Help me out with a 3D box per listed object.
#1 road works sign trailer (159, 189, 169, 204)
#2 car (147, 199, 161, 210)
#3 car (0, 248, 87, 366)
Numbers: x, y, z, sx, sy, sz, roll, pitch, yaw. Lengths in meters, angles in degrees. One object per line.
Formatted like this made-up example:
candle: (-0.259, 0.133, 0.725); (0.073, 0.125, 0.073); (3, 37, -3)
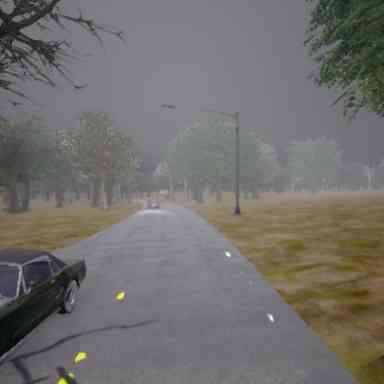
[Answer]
road works sign trailer: (-6.989, 1.160, 82.900); (2.380, 3.560, 2.880); (0, -1, -10)
car: (-5.557, 1.795, 48.759); (2.128, 1.511, 4.902); (0, -1, -5)
car: (-3.152, 1.624, 4.900); (1.895, 1.301, 4.718); (0, 0, -1)
